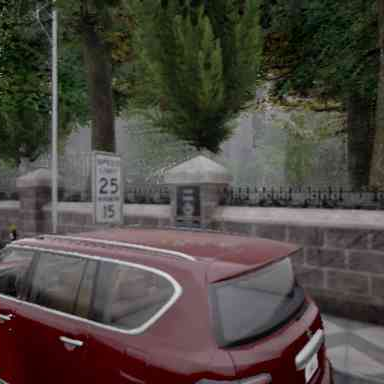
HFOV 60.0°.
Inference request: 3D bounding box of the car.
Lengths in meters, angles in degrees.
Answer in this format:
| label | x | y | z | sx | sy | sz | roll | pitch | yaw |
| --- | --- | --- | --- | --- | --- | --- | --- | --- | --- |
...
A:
| label | x | y | z | sx | sy | sz | roll | pitch | yaw |
| --- | --- | --- | --- | --- | --- | --- | --- | --- | --- |
| car | -1.100 | 1.321 | 3.749 | 5.009 | 1.841 | 2.192 | 0 | 0 | 36 |
